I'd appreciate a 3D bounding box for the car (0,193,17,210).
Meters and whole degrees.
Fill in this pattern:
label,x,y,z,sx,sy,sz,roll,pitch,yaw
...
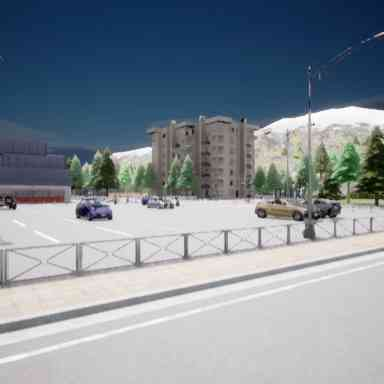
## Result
label,x,y,z,sx,sy,sz,roll,pitch,yaw
car,-20.876,1.036,36.970,1.932,1.855,4.605,0,0,-36

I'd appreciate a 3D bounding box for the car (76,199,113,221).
label,x,y,z,sx,sy,sz,roll,pitch,yaw
car,-7.088,1.262,24.046,1.845,1.501,3.633,0,0,-36

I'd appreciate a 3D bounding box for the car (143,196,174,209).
label,x,y,z,sx,sy,sz,roll,pitch,yaw
car,-3.802,1.327,39.979,1.970,1.475,3.806,0,0,-36

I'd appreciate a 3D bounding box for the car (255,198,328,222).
label,x,y,z,sx,sy,sz,roll,pitch,yaw
car,7.008,1.276,24.762,2.152,1.636,5.027,0,0,-36

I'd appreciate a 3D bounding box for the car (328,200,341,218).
label,x,y,z,sx,sy,sz,roll,pitch,yaw
car,9.520,1.285,26.641,2.007,1.523,4.514,0,0,-36
